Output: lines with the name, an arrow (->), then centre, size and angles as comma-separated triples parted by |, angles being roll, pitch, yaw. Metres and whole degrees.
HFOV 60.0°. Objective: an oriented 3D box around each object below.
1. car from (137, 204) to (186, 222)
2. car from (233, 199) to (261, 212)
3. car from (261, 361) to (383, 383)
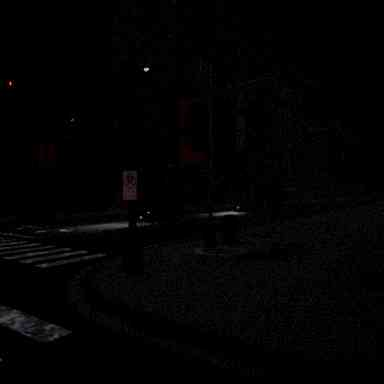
car -> -2.585, 1.631, 26.917 | 1.895, 1.301, 4.718 | 0, 0, 35
car -> 6.684, 1.555, 40.018 | 2.128, 1.511, 4.902 | 0, 0, 35
car -> 2.176, 1.551, 1.294 | 4.403, 1.369, 2.008 | 0, 0, 36
